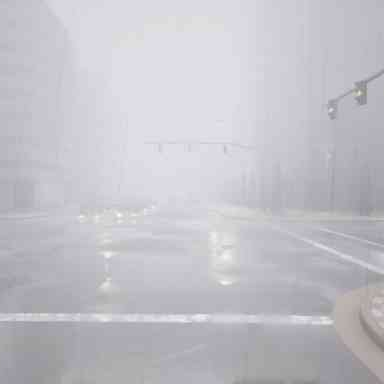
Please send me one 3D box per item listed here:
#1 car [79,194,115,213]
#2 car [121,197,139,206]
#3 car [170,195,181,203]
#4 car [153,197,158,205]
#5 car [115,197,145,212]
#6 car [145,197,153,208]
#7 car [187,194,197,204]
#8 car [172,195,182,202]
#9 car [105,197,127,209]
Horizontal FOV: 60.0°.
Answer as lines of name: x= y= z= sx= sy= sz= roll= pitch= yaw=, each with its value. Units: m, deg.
car: x=-10.572 y=1.220 z=36.703 sx=2.150 sy=2.045 sz=5.566 roll=0 pitch=0 yaw=0
car: x=-10.541 y=1.545 z=56.738 sx=2.033 sy=1.411 sz=5.357 roll=0 pitch=0 yaw=0
car: x=-3.450 y=1.502 z=66.646 sx=1.837 sy=1.490 sz=4.892 roll=0 pitch=0 yaw=0
car: x=-7.041 y=1.561 z=56.913 sx=1.994 sy=1.385 sz=4.181 roll=0 pitch=0 yaw=0
car: x=-7.072 y=1.350 z=38.049 sx=2.097 sy=1.767 sz=4.553 roll=0 pitch=0 yaw=0
car: x=-7.060 y=1.523 z=47.033 sx=1.812 sy=1.442 sz=4.674 roll=0 pitch=0 yaw=-1
car: x=0.049 y=1.544 z=66.074 sx=2.033 sy=1.411 sz=5.357 roll=0 pitch=0 yaw=0
car: x=-3.443 y=1.491 z=75.974 sx=2.128 sy=1.511 sz=4.902 roll=0 pitch=0 yaw=0
car: x=-10.563 y=1.475 z=46.405 sx=1.882 sy=1.535 sz=5.008 roll=0 pitch=0 yaw=0
